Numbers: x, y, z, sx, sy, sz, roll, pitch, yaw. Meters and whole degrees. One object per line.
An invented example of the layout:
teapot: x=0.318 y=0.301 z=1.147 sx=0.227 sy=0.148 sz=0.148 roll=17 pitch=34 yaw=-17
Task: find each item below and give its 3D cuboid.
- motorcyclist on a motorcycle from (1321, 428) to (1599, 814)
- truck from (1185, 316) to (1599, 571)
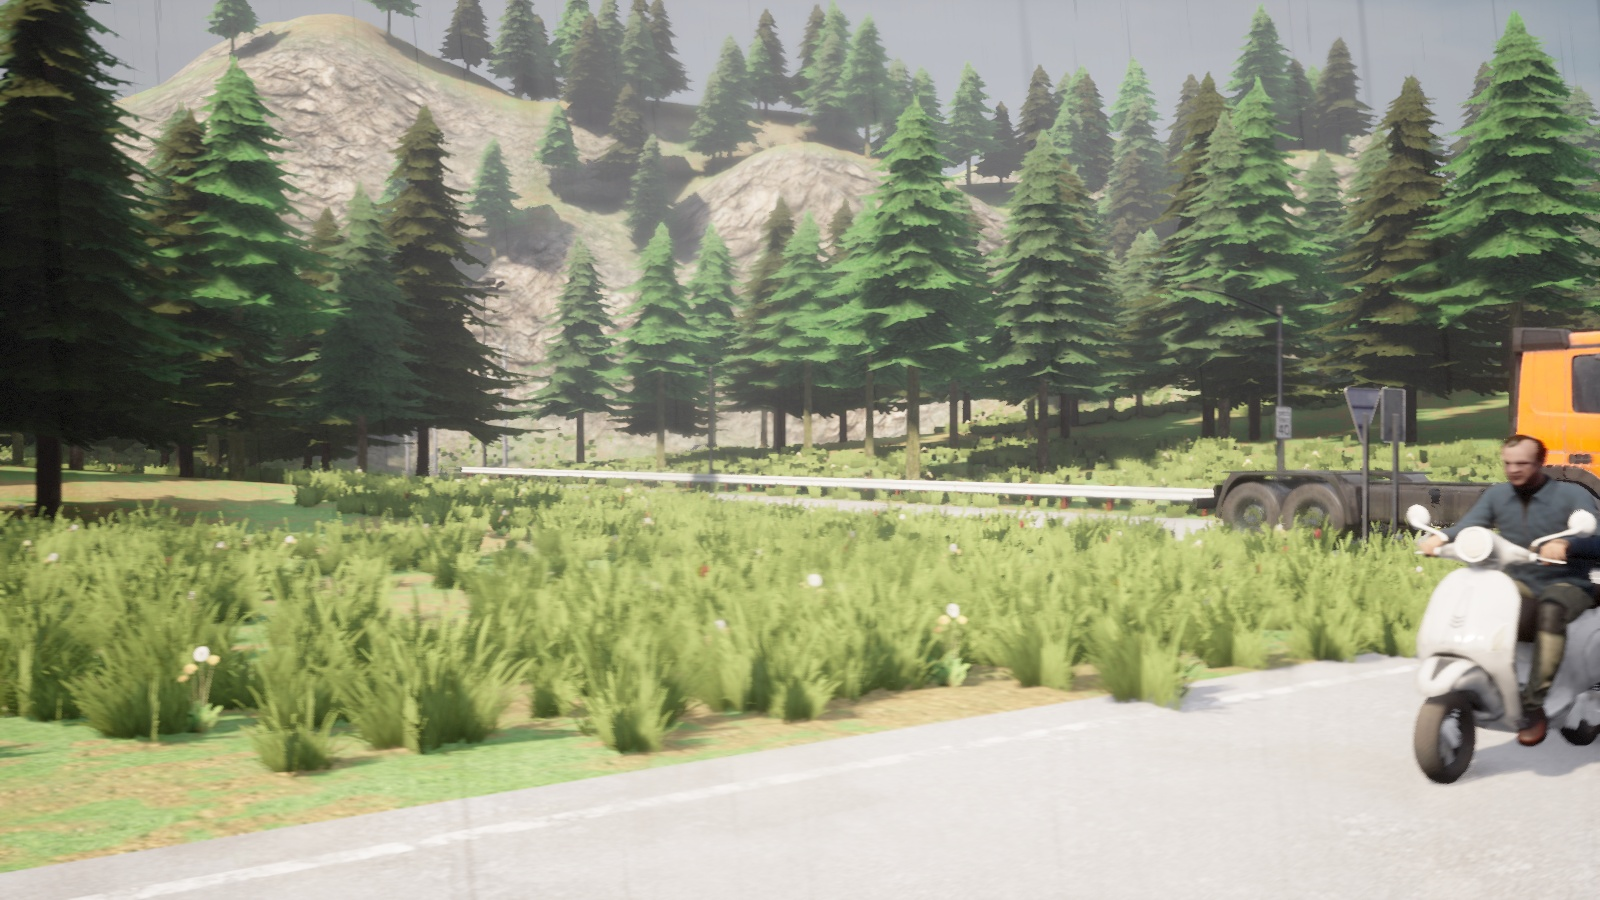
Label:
motorcyclist on a motorcycle: x=3.436 y=0.704 z=6.040 sx=1.817 sy=1.590 sz=0.866 roll=0 pitch=0 yaw=-35
truck: x=10.408 y=-0.078 z=20.224 sx=2.891 sy=3.462 sz=7.936 roll=0 pitch=0 yaw=-35
